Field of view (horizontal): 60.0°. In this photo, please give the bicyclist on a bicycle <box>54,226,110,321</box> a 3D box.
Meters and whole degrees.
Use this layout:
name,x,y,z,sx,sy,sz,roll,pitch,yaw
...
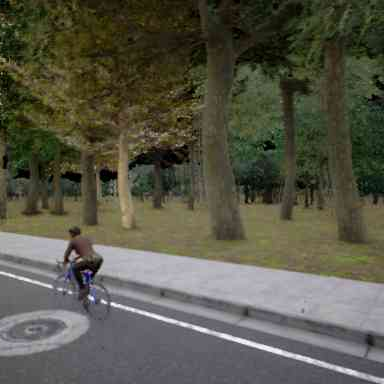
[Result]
name,x,y,z,sx,sy,sz,roll,pitch,yaw
bicyclist on a bicycle,-2.061,1.467,6.129,1.656,1.620,0.582,-1,0,36
